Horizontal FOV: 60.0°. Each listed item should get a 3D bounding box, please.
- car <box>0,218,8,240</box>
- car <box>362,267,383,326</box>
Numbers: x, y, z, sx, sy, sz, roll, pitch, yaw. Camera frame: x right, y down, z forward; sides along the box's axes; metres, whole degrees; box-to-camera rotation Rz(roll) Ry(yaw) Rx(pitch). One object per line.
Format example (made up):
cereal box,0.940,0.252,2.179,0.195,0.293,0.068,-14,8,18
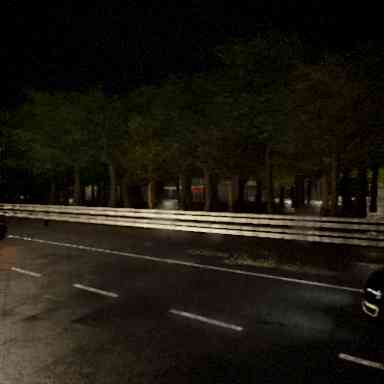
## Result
car,-10.438,1.536,15.633,4.674,1.442,1.812,0,0,36
car,5.069,1.506,4.554,4.892,1.490,1.837,0,0,35
